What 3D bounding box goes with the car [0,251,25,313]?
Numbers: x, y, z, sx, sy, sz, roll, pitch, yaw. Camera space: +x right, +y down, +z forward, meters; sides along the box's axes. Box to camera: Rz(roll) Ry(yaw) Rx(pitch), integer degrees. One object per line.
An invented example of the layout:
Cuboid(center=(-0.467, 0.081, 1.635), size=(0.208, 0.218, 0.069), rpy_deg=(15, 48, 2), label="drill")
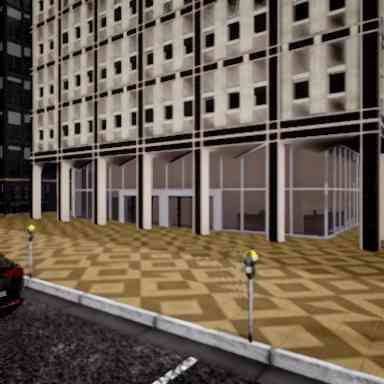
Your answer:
Cuboid(center=(-4.922, 1.529, 6.384), size=(4.313, 1.339, 1.947), rpy_deg=(0, 0, 35), label="car")
